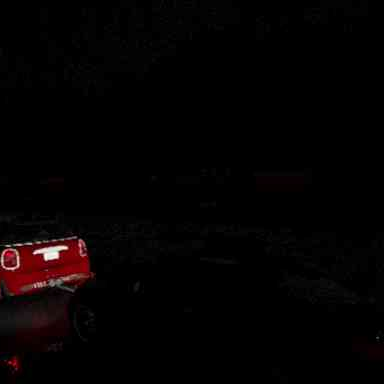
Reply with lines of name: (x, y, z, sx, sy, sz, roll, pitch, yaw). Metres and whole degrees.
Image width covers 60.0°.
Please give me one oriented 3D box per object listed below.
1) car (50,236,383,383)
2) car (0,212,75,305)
car: (0.242, 1.515, 4.592, 4.674, 1.442, 1.812, 0, 0, 36)
car: (-4.606, 1.315, 8.078, 4.553, 1.767, 2.097, 0, 0, 36)
